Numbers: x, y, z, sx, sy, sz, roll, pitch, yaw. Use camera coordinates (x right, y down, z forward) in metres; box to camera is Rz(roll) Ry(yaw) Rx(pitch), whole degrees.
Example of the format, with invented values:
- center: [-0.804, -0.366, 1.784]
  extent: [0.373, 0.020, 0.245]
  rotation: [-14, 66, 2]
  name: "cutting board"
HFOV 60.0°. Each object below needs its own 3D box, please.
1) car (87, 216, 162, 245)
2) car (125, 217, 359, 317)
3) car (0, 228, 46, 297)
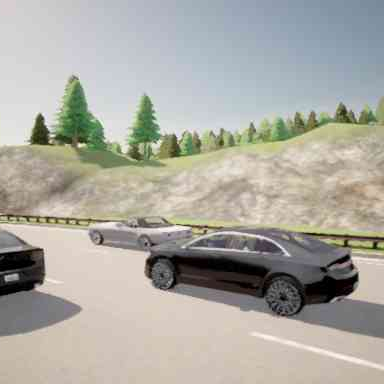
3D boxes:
- center: [-2.387, 1.664, 14.285]
  extent: [4.718, 1.301, 1.895]
  rotation: [0, 0, 35]
  name: "car"
- center: [1.037, 1.518, 7.549]
  extent: [4.902, 1.511, 2.128]
  rotation: [0, 0, 36]
  name: "car"
- center: [-5.524, 1.527, 7.927]
  extent: [5.008, 1.535, 1.882]
  rotation: [0, 0, 35]
  name: "car"
